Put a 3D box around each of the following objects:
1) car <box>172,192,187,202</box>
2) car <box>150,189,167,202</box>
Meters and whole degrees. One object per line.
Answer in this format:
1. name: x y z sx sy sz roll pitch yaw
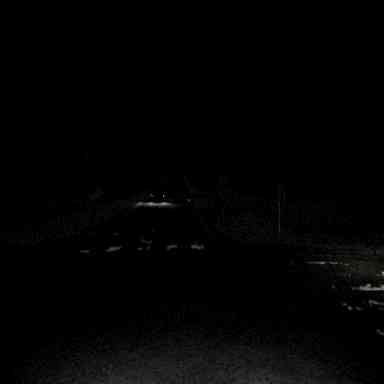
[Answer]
1. car: -1.719 0.634 45.746 1.994 1.385 4.181 0 2 0
2. car: -4.526 0.436 45.196 2.097 1.767 4.553 0 2 -2
